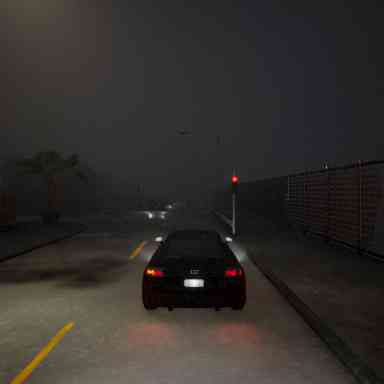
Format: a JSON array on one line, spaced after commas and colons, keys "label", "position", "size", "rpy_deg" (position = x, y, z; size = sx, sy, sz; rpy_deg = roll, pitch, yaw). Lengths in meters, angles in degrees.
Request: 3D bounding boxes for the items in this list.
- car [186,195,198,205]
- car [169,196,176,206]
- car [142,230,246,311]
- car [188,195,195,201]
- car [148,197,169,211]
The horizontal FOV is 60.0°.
[{"label": "car", "position": [-0.049, 1.525, 57.670], "size": [1.812, 1.442, 4.674], "rpy_deg": [0, 0, 0]}, {"label": "car", "position": [-4.217, 1.563, 54.998], "size": [1.994, 1.385, 4.181], "rpy_deg": [0, 0, 0]}, {"label": "car", "position": [0.045, 1.564, 7.827], "size": [1.994, 1.385, 4.181], "rpy_deg": [0, 0, 0]}, {"label": "car", "position": [-0.205, 1.524, 85.797], "size": [1.812, 1.442, 4.674], "rpy_deg": [0, 0, 0]}, {"label": "car", "position": [-4.206, 1.505, 40.654], "size": [1.837, 1.490, 4.892], "rpy_deg": [0, 0, 0]}]
